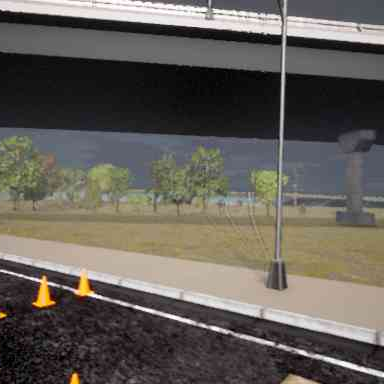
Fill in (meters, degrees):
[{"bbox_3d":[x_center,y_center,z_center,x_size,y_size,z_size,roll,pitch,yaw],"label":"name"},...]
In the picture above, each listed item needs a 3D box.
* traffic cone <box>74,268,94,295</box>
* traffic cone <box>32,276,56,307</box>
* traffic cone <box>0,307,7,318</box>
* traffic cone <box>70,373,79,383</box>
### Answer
[{"bbox_3d":[-2.573,2.106,7.919,0.340,0.580,0.340,-1,-1,36],"label":"traffic cone"},{"bbox_3d":[-3.163,2.089,7.112,0.340,0.580,0.340,-1,-1,36],"label":"traffic cone"},{"bbox_3d":[-3.751,2.072,6.305,0.340,0.580,0.340,-1,-1,36],"label":"traffic cone"},{"bbox_3d":[-1.110,2.018,3.140,0.340,0.580,0.340,-1,-1,36],"label":"traffic cone"}]
